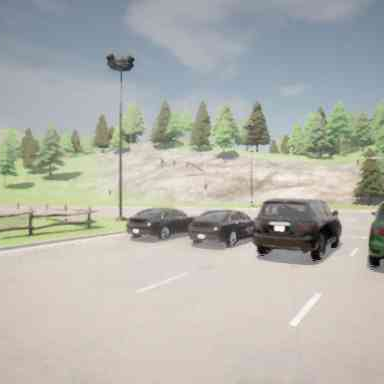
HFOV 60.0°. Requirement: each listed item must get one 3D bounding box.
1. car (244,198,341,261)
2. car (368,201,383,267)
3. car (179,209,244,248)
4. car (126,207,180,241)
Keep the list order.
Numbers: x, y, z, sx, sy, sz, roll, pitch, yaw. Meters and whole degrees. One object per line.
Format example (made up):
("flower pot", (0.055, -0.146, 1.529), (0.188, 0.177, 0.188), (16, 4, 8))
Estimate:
("car", (4.189, 1.254, 12.752), (2.150, 2.045, 5.566), (0, 0, 33))
("car", (7.171, 1.252, 10.913), (2.150, 2.045, 5.566), (0, 0, 33))
("car", (1.655, 1.542, 15.328), (1.837, 1.490, 4.892), (0, 0, 32))
("car", (-1.326, 1.545, 17.223), (1.837, 1.490, 4.892), (0, 0, 31))
